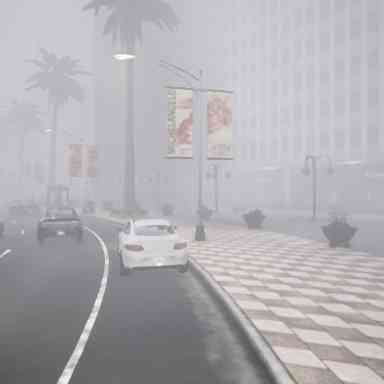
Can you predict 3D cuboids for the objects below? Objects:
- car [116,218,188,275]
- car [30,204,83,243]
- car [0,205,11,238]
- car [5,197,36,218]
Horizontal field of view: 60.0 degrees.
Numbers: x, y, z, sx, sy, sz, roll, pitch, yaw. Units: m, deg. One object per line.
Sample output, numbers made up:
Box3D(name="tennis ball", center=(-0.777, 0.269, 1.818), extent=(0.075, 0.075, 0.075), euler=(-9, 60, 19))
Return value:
Box3D(name="car", center=(-1.355, 1.525, 10.430), extent=(1.812, 1.442, 4.674), euler=(0, 0, -14))
Box3D(name="car", center=(-6.390, 1.489, 16.097), extent=(2.128, 1.511, 4.902), euler=(0, 0, -23))
Box3D(name="car", center=(-9.511, 1.540, 14.519), extent=(2.033, 1.411, 5.357), euler=(0, 0, -22))
Box3D(name="car", center=(-15.293, 1.466, 30.154), extent=(1.882, 1.535, 5.008), euler=(0, 0, -38))
